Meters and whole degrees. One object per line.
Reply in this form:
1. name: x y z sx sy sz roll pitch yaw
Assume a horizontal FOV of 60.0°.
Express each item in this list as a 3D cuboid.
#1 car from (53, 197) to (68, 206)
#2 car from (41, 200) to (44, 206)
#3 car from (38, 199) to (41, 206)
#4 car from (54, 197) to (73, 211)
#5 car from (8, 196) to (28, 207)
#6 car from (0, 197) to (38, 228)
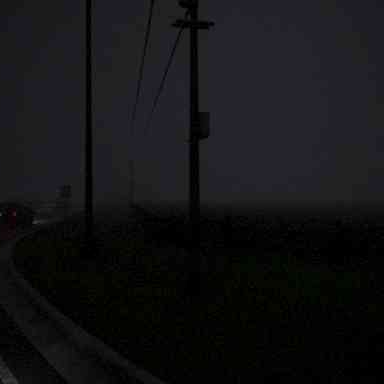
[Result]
1. car: -24.719 1.747 62.689 1.882 1.535 5.008 0 0 -12
2. car: -27.393 1.829 58.511 1.994 1.385 4.181 0 0 -12
3. car: -19.610 1.782 39.161 1.895 1.301 4.718 0 0 -12
4. car: -17.252 1.738 44.797 2.033 1.411 5.357 0 0 -12
5. car: -31.301 1.633 59.998 2.097 1.767 4.553 0 0 -12
6. car: -12.541 1.462 23.109 2.097 1.767 4.553 0 0 -12
